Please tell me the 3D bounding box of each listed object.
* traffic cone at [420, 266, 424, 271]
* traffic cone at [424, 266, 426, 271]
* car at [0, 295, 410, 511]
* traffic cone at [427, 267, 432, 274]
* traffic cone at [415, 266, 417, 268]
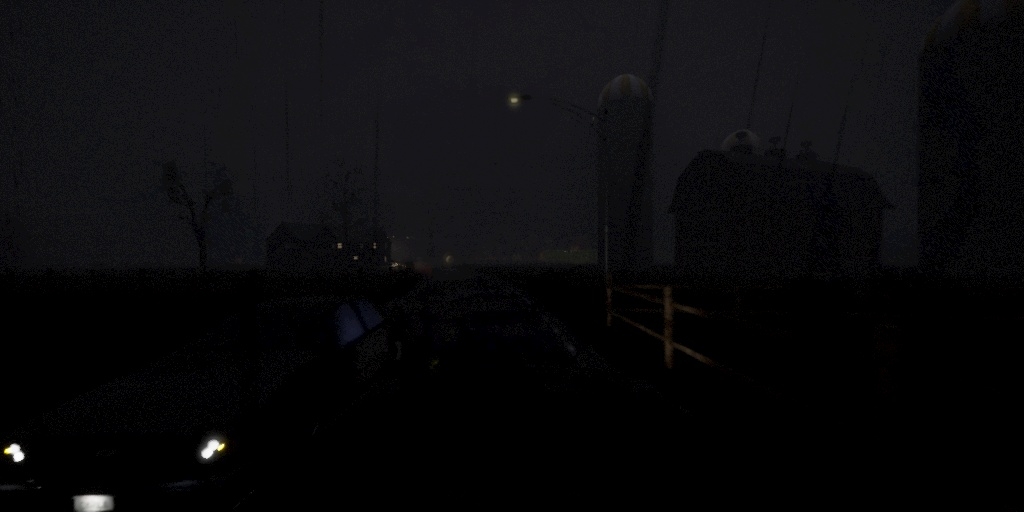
[{"bbox_3d":[-12.275,1.737,50.192,0.340,0.580,0.340,0,0,-20],"label":"traffic cone"},{"bbox_3d":[-10.706,1.728,45.533,0.340,0.580,0.340,0,0,-18],"label":"traffic cone"},{"bbox_3d":[-2.940,1.307,5.119,2.033,1.411,5.357,0,0,-1],"label":"car"},{"bbox_3d":[-9.295,1.720,40.823,0.340,0.580,0.340,0,0,-16],"label":"traffic cone"},{"bbox_3d":[-15.876,1.759,59.341,0.340,0.580,0.340,0,0,-23],"label":"traffic cone"}]
